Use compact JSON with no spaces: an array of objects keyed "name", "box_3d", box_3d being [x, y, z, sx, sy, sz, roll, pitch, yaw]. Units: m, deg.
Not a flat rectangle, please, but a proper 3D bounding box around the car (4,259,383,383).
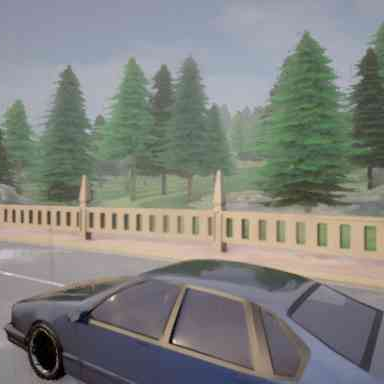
[{"name":"car","box_3d":[0.111,1.532,3.751,5.357,1.411,2.033,0,0,34]}]
